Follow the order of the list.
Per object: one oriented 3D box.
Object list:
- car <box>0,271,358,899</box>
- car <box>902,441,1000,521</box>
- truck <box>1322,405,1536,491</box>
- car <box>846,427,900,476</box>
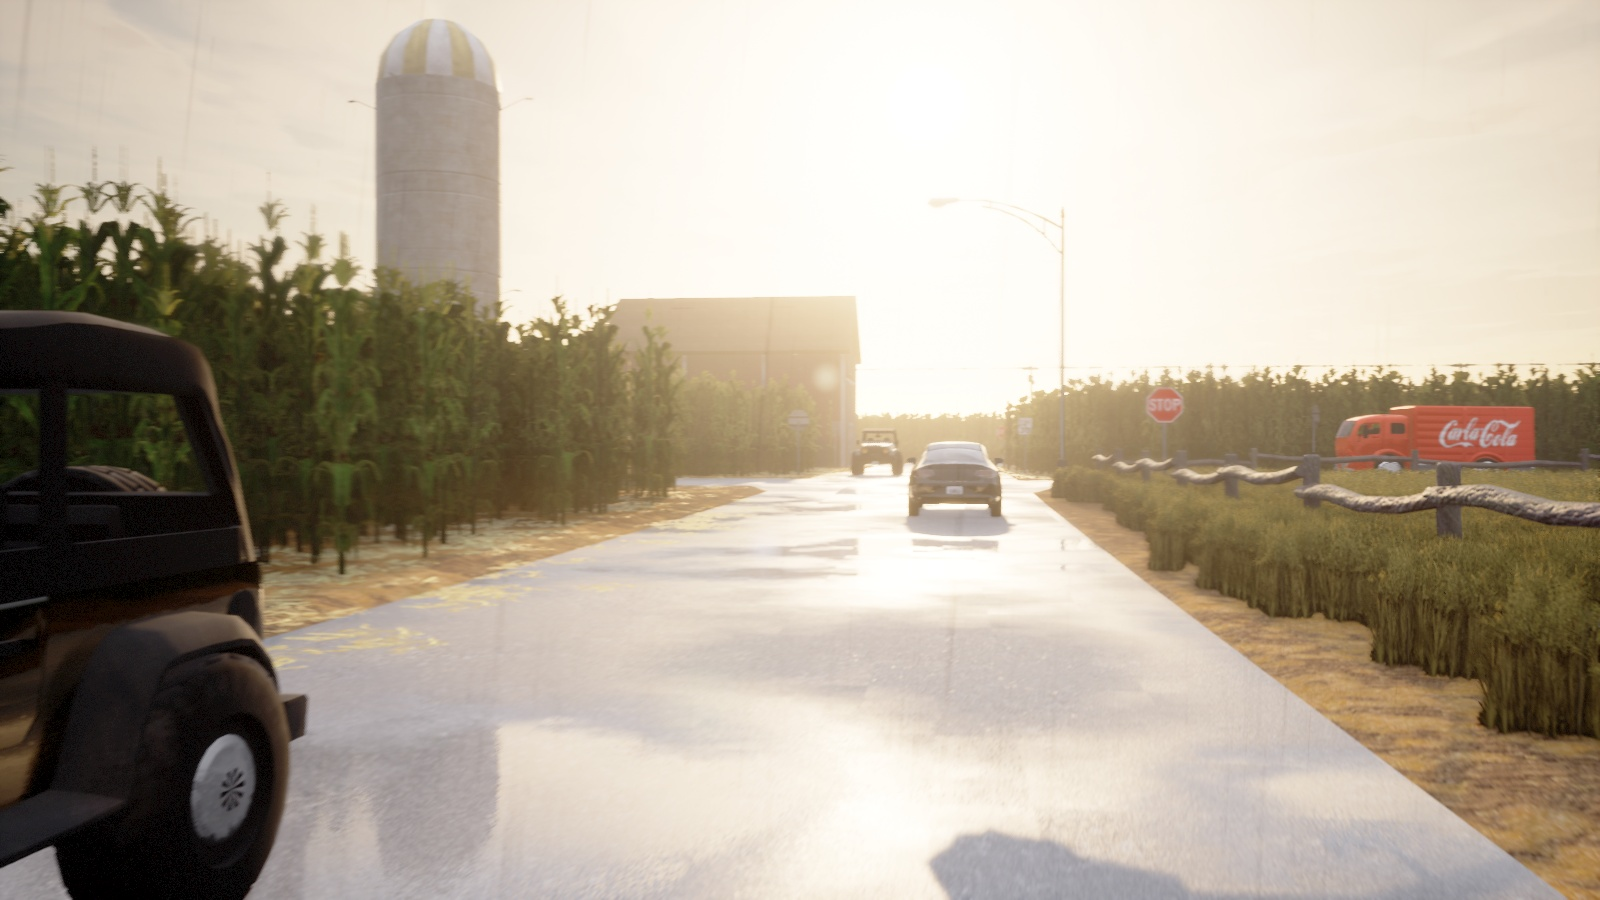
[{"bbox_3d":[-2.832,0.519,2.896,1.905,1.878,3.866,0,0,7],"label":"car"},{"bbox_3d":[3.078,0.562,25.597,1.812,1.442,4.674,0,1,7],"label":"car"},{"bbox_3d":[18.991,-0.072,38.203,5.204,2.467,2.627,1,0,7],"label":"truck"},{"bbox_3d":[2.927,0.051,49.798,1.905,1.878,3.866,0,0,7],"label":"car"}]
